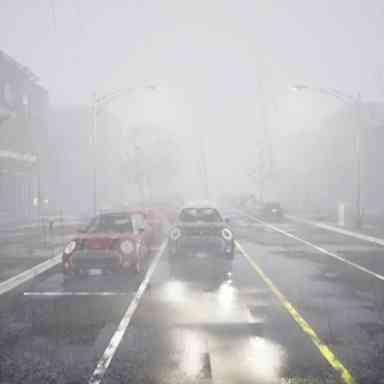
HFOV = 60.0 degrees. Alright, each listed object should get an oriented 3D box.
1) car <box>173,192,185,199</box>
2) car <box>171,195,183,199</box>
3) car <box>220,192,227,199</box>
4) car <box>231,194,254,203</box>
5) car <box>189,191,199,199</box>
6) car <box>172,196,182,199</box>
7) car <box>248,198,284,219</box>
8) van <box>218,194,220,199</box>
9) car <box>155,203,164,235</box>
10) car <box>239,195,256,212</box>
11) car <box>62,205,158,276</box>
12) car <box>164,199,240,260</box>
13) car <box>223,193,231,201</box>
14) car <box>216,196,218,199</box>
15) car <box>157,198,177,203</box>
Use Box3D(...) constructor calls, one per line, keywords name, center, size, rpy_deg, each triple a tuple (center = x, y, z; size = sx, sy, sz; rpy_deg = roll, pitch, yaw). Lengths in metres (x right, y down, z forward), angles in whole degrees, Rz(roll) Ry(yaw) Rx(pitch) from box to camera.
Box3D(name="car", center=(-2.283, 0.975, 54.352), size=(2.192, 1.841, 5.009), rpy_deg=(0, 0, 0))
Box3D(name="car", center=(-2.298, 1.346, 37.710), size=(1.802, 1.307, 4.206), rpy_deg=(0, 0, 0))
Box3D(name="car", center=(6.100, 1.188, 54.518), size=(1.752, 1.417, 4.829), rpy_deg=(-1, 0, 0))
Box3D(name="car", center=(6.080, 1.083, 37.702), size=(2.192, 1.841, 5.009), rpy_deg=(-1, 0, 0))
Box3D(name="car", center=(0.434, 0.751, 75.573), size=(2.150, 2.045, 5.566), rpy_deg=(0, 0, 0))
Box3D(name="car", center=(-2.304, 1.349, 32.161), size=(2.008, 1.369, 4.403), rpy_deg=(0, 0, 0))
Box3D(name="car", center=(6.071, 1.402, 26.607), size=(1.947, 1.339, 4.313), rpy_deg=(-1, 0, 0))
Box3D(name="van", center=(6.103, 0.970, 59.895), size=(1.690, 1.788, 3.998), rpy_deg=(-1, 0, 0))
Box3D(name="car", center=(-2.320, 1.447, 15.517), size=(1.887, 1.381, 4.507), rpy_deg=(0, 0, 0))
Box3D(name="car", center=(6.078, 1.326, 32.324), size=(1.752, 1.417, 4.829), rpy_deg=(-1, 0, 0))
Box3D(name="car", center=(-2.327, 1.377, 9.968), size=(1.967, 1.590, 4.097), rpy_deg=(0, 0, 0))
Box3D(name="car", center=(0.270, 1.279, 12.045), size=(2.097, 1.767, 4.553), rpy_deg=(0, 0, 0))
Box3D(name="car", center=(6.094, 1.280, 48.800), size=(1.802, 1.307, 4.206), rpy_deg=(-1, 0, 0))
Box3D(name="car", center=(6.116, 1.083, 71.162), size=(1.752, 1.417, 4.829), rpy_deg=(-1, 0, 0))
Box3D(name="car", center=(-2.309, 1.415, 26.613), size=(1.802, 1.307, 4.206), rpy_deg=(0, 0, 0))
